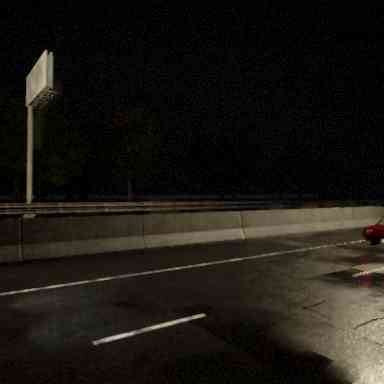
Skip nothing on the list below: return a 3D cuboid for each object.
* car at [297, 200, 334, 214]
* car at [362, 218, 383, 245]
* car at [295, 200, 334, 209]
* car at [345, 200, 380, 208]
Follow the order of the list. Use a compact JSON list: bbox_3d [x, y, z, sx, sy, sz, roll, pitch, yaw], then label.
[{"bbox_3d":[15.203,1.816,40.797,4.892,1.490,1.837,0,0,-36],"label":"car"},{"bbox_3d":[9.801,1.757,15.075,4.718,1.301,1.895,1,0,-36],"label":"car"},{"bbox_3d":[12.768,1.750,34.717,5.008,1.535,1.882,1,0,-36],"label":"car"},{"bbox_3d":[17.337,1.647,33.702,4.553,1.767,2.097,0,0,-36],"label":"car"}]
